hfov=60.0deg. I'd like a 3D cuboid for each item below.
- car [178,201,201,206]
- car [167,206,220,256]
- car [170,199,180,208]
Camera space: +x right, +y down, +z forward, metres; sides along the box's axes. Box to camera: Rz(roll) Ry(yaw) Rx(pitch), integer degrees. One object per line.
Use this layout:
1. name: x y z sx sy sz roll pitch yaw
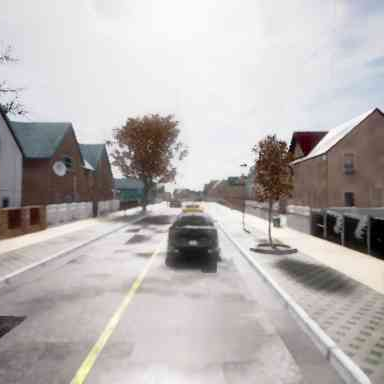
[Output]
1. car: 0.053 1.696 28.686 1.882 1.535 5.008 0 0 0
2. car: 0.053 1.570 13.658 1.882 1.535 5.008 0 0 0
3. car: -2.803 2.022 57.733 1.882 1.535 5.008 0 -1 0
